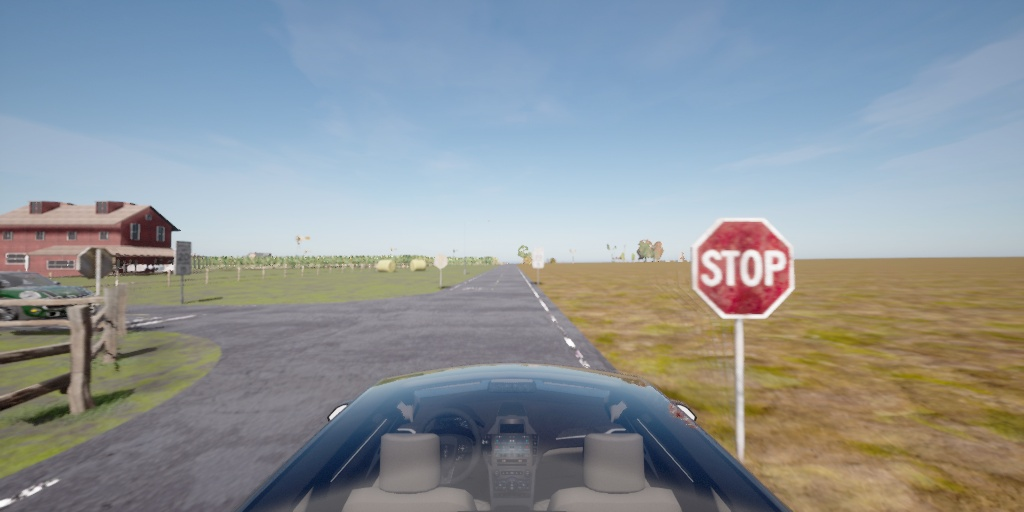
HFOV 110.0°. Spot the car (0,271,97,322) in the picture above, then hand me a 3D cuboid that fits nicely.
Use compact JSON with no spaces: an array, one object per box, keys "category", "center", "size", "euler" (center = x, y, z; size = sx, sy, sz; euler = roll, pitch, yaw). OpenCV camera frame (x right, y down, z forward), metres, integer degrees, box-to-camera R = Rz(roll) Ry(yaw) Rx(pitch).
[{"category":"car","center":[-16.939,1.293,12.016],"size":[4.553,1.767,2.097],"euler":[0,-1,0]}]
